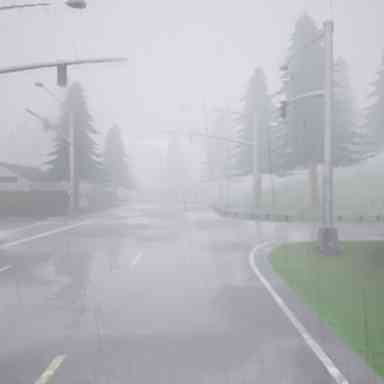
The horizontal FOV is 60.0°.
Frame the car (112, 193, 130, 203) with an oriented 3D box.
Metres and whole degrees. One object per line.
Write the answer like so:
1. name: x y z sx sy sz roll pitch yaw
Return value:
1. car: -12.439 0.978 53.445 5.008 1.535 1.882 0 0 8
